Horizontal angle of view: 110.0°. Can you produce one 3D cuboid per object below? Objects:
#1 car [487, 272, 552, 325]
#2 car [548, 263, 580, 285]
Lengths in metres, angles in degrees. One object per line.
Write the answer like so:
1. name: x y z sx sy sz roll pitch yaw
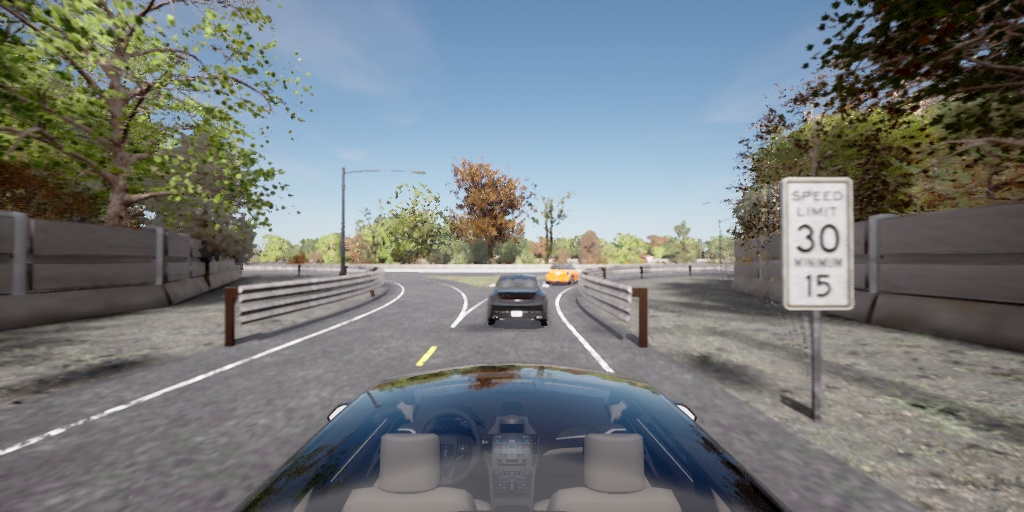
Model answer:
1. car: 0.247 1.389 12.481 1.837 1.490 4.892 0 0 3
2. car: 4.499 1.457 30.332 2.097 1.767 4.553 0 -1 24
